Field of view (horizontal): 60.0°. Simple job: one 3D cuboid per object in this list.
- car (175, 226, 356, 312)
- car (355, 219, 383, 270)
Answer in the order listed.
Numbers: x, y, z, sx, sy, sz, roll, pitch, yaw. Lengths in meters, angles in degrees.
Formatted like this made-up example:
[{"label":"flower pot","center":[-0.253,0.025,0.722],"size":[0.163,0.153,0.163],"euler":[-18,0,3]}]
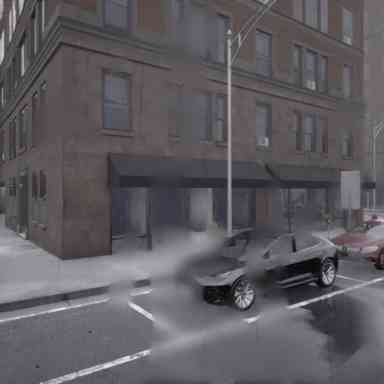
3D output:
[{"label":"car","center":[1.661,1.566,7.720],"size":[4.313,1.339,1.947],"euler":[0,0,-36]},{"label":"car","center":[6.139,1.582,10.915],"size":[4.206,1.307,1.802],"euler":[0,0,-36]}]
